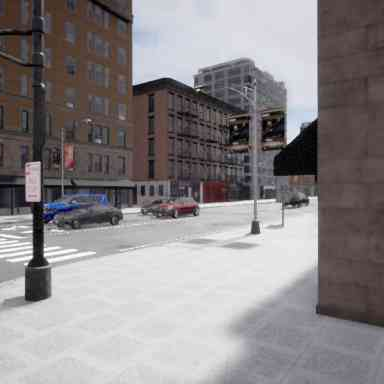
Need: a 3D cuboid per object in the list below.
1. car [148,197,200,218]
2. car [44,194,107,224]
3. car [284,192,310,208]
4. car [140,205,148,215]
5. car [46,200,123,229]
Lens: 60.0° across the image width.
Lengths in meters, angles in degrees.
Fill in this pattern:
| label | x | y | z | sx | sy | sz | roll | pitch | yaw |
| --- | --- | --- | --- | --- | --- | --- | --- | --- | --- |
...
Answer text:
| label | x | y | z | sx | sy | sz | roll | pitch | yaw |
| --- | --- | --- | --- | --- | --- | --- | --- | --- | --- |
| car | -1.290 | 1.256 | 28.678 | 2.097 | 1.767 | 4.553 | 0 | 0 | 35 |
| car | -8.507 | 1.166 | 24.091 | 2.150 | 2.045 | 5.566 | 0 | 0 | 35 |
| car | 13.926 | 1.027 | 44.281 | 2.150 | 2.045 | 5.566 | 0 | 0 | 35 |
| car | -2.899 | 1.429 | 32.041 | 1.812 | 1.442 | 4.674 | 0 | 0 | 35 |
| car | -6.507 | 1.468 | 21.285 | 1.812 | 1.442 | 4.674 | 0 | 0 | 37 |
